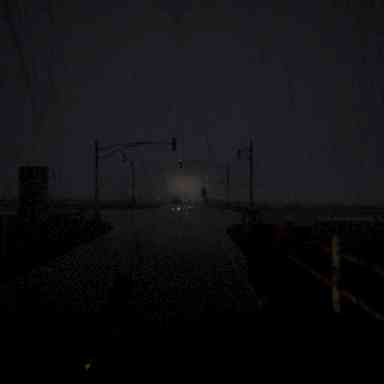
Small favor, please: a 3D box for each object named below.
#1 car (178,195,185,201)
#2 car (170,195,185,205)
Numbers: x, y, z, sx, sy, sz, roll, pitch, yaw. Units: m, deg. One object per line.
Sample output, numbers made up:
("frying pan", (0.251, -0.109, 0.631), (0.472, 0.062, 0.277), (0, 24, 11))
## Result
("car", (-2.629, 1.427, 84.225), (1.812, 1.442, 4.674), (0, 0, 0))
("car", (-2.731, 1.471, 57.693), (2.128, 1.511, 4.902), (0, 1, 0))
